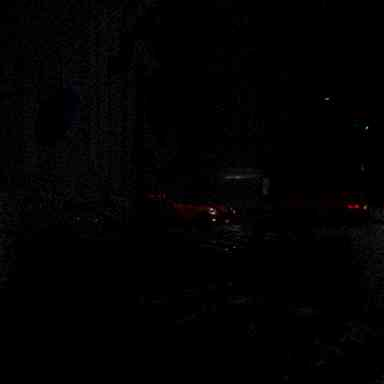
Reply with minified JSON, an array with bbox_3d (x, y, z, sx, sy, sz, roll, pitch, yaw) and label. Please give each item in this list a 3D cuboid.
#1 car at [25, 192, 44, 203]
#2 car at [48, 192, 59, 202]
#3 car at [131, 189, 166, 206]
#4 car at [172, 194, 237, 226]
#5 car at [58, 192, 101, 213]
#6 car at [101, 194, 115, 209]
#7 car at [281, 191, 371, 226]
[{"bbox_3d":[-22.551,0.728,47.414,2.128,1.511,4.902,0,1,-36],"label":"car"},{"bbox_3d":[-20.022,0.741,49.466,2.128,1.511,4.902,0,1,-36],"label":"car"},{"bbox_3d":[-5.294,0.618,40.144,2.150,2.045,5.566,0,1,-36],"label":"car"},{"bbox_3d":[0.672,1.048,20.623,2.097,1.767,4.553,0,1,-36],"label":"car"},{"bbox_3d":[-10.329,0.992,30.292,1.882,1.535,5.008,0,1,-36],"label":"car"},{"bbox_3d":[-9.790,0.926,35.107,1.882,1.535,5.008,0,1,-36],"label":"car"},{"bbox_3d":[8.354,0.944,21.212,2.150,2.045,5.566,0,1,-36],"label":"car"}]
